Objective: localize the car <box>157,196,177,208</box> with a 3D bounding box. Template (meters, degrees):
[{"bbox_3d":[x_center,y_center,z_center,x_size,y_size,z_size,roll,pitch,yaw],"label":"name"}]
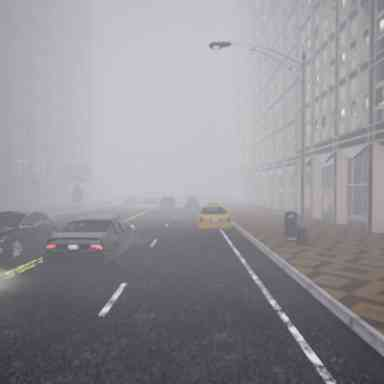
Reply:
[{"bbox_3d":[-3.142,1.237,44.410,1.882,1.535,5.008,0,0,0],"label":"car"}]

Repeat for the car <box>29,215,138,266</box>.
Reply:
[{"bbox_3d":[-3.149,1.489,11.311,2.033,1.411,5.357,0,0,0],"label":"car"}]

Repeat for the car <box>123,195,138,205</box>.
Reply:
[{"bbox_3d":[-9.805,1.233,53.263,1.812,1.442,4.674,0,0,0],"label":"car"}]

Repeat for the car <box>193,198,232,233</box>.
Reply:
[{"bbox_3d":[1.141,1.356,18.913,1.801,1.575,5.366,0,0,0],"label":"car"}]

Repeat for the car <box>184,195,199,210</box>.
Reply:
[{"bbox_3d":[0.025,1.337,39.109,2.033,1.411,5.357,0,0,1],"label":"car"}]

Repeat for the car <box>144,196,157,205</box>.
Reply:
[{"bbox_3d":[-6.553,1.308,53.297,1.895,1.301,4.718,0,0,0],"label":"car"}]

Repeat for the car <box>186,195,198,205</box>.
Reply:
[{"bbox_3d":[0.014,1.212,53.337,1.837,1.490,4.892,0,0,0],"label":"car"}]

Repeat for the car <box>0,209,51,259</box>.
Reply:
[{"bbox_3d":[-6.595,1.441,12.297,1.837,1.490,4.892,0,0,0],"label":"car"}]
